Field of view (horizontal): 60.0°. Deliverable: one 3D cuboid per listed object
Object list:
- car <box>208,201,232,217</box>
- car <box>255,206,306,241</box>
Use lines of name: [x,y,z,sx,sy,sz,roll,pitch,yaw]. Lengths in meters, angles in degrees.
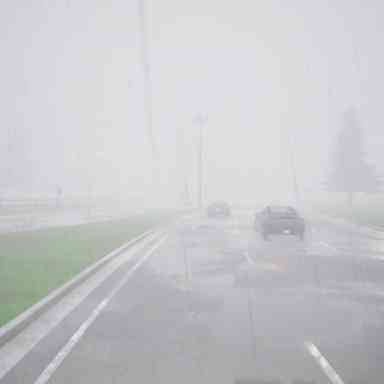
car: [2.616,1.487,30.955,1.994,1.385,4.181,0,0,9]
car: [4.267,1.450,16.564,2.128,1.511,4.902,0,0,5]
